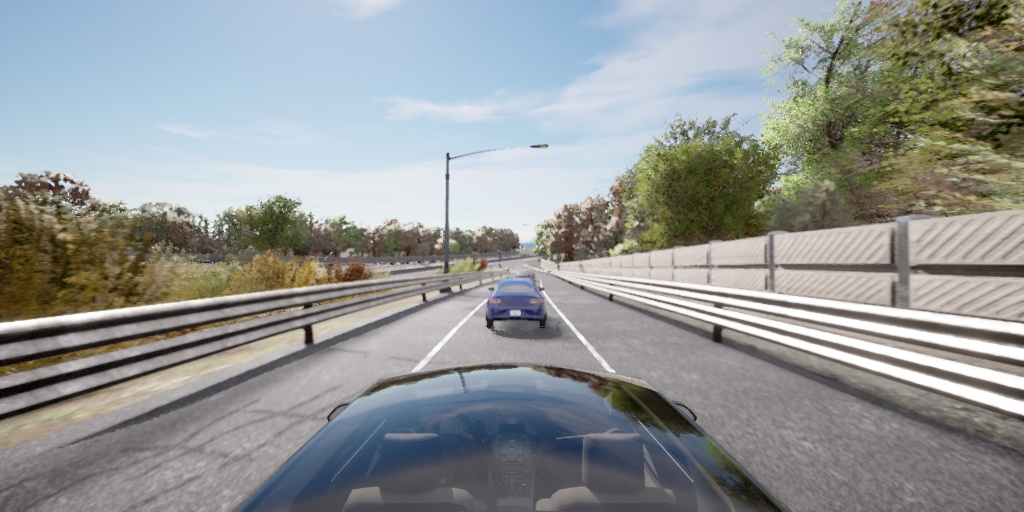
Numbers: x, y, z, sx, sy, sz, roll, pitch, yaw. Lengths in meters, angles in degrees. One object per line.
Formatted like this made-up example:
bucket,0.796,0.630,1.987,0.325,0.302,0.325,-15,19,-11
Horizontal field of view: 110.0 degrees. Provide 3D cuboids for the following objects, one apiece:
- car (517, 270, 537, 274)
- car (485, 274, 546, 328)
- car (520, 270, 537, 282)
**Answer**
car,1.228,2.198,34.251,2.128,1.511,4.902,0,-2,4
car,0.152,1.490,12.226,1.812,1.442,4.674,0,-2,1
car,2.360,2.735,50.159,2.128,1.511,4.902,0,-2,4
